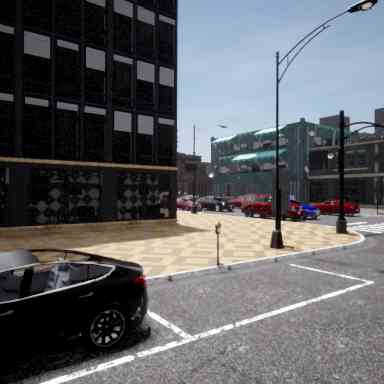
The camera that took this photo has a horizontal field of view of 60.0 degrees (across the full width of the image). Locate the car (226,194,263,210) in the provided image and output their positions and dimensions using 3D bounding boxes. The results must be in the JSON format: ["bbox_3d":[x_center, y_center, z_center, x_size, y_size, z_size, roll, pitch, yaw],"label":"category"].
[{"bbox_3d":[6.034,1.130,38.690,1.967,1.590,4.097,1,0,-36],"label":"car"}]

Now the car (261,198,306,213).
[{"bbox_3d":[9.314,1.340,34.218,1.802,1.307,4.206,1,0,-36],"label":"car"}]

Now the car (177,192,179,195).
[{"bbox_3d":[-0.530,1.101,47.632,2.008,1.369,4.403,1,0,-36],"label":"car"}]

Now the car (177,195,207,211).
[{"bbox_3d":[-0.724,1.231,33.732,1.802,1.307,4.206,1,0,-36],"label":"car"}]

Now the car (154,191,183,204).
[{"bbox_3d":[-3.806,0.794,52.103,2.192,1.841,5.009,1,0,-36],"label":"car"}]

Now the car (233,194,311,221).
[{"bbox_3d":[5.845,1.101,24.789,2.192,1.841,5.009,1,0,-36],"label":"car"}]

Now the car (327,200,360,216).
[{"bbox_3d":[12.595,1.371,29.747,1.887,1.381,4.507,1,0,-36],"label":"car"}]

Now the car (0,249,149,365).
[{"bbox_3d":[-2.688,1.566,4.636,4.313,1.339,1.947,0,0,-35],"label":"car"}]

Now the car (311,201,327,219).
[{"bbox_3d":[7.852,1.322,26.404,1.812,1.442,4.674,0,0,-38],"label":"car"}]

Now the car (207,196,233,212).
[{"bbox_3d":[2.310,1.186,33.962,1.837,1.490,4.892,0,1,-36],"label":"car"}]
